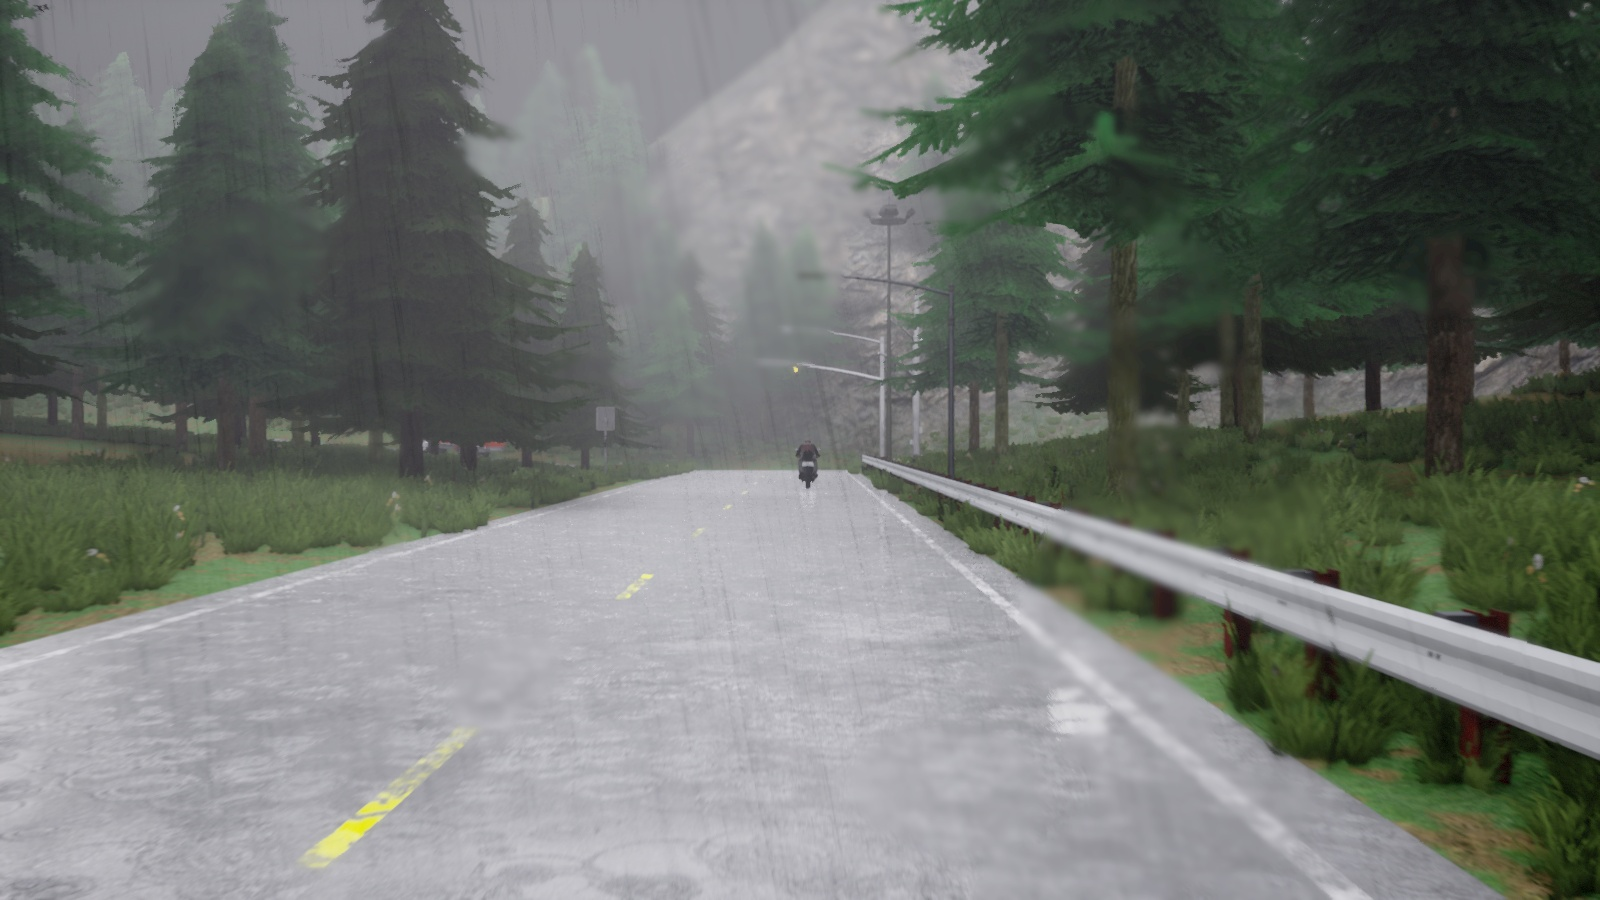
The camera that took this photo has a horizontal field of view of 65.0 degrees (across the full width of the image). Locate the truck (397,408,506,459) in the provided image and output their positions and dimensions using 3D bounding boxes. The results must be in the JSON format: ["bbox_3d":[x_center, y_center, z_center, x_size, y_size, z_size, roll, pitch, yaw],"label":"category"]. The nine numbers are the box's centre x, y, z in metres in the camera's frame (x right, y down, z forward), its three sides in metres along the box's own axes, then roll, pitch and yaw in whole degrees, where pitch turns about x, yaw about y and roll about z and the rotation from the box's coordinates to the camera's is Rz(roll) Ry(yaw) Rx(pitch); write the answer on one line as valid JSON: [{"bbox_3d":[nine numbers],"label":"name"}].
[{"bbox_3d":[-19.866,-0.937,71.642,5.204,2.467,2.627,5,1,13],"label":"truck"}]

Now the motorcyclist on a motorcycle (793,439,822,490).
[{"bbox_3d":[0.239,0.424,38.754,0.866,1.530,2.191,0,1,0],"label":"motorcyclist on a motorcycle"}]
